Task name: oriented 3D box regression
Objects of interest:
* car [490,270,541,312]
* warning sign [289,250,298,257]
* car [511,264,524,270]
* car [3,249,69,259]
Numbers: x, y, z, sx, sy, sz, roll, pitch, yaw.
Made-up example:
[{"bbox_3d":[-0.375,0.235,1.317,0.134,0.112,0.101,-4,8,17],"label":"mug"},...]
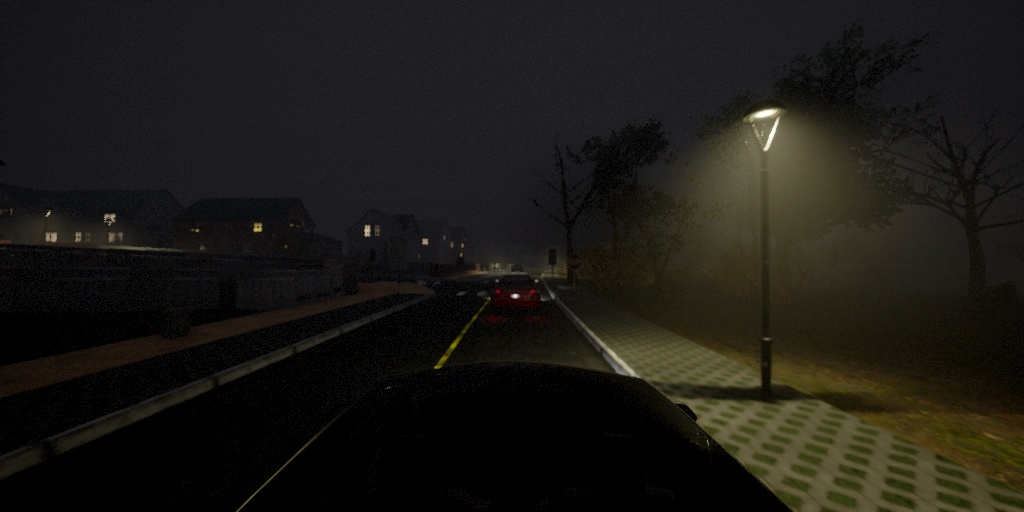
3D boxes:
[{"bbox_3d":[0.195,1.473,15.218,1.994,1.385,4.181,0,-1,2],"label":"car"},{"bbox_3d":[-19.296,0.371,31.691,1.060,1.860,1.300,0,0,1],"label":"warning sign"},{"bbox_3d":[0.965,2.147,63.132,1.837,1.490,4.892,0,-1,7],"label":"car"},{"bbox_3d":[-39.650,-0.197,29.738,5.357,1.411,2.033,3,-1,2],"label":"car"}]
